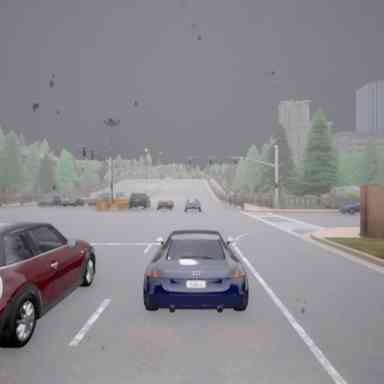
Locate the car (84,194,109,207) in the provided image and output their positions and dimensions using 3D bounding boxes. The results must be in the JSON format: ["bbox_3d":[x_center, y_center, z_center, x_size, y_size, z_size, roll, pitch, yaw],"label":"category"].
[{"bbox_3d":[-14.077,1.478,49.562,1.837,1.490,4.892,0,0,0],"label":"car"}]

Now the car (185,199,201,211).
[{"bbox_3d":[0.110,1.526,39.823,2.033,1.411,5.357,0,0,0],"label":"car"}]

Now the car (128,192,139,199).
[{"bbox_3d":[-14.103,0.781,80.545,1.994,1.385,4.181,0,3,0],"label":"car"}]

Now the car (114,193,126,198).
[{"bbox_3d":[-14.047,1.424,66.024,2.128,1.511,4.902,0,1,0],"label":"car"}]

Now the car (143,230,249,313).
[{"bbox_3d":[0.078,1.560,7.739,1.994,1.385,4.181,0,0,0],"label":"car"}]

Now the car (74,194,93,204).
[{"bbox_3d":[-21.028,1.303,64.562,2.097,1.767,4.553,0,0,0],"label":"car"}]

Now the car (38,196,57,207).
[{"bbox_3d":[-21.073,1.326,49.462,2.097,1.767,4.553,0,0,0],"label":"car"}]

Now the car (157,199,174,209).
[{"bbox_3d":[-3.389,1.578,43.567,1.895,1.301,4.718,0,0,0],"label":"car"}]

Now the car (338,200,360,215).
[{"bbox_3d":[17.097,1.508,33.157,4.674,1.442,1.812,0,0,0],"label":"car"}]

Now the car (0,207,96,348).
[{"bbox_3d":[-3.431,1.349,6.443,2.097,1.767,4.553,0,0,0],"label":"car"}]

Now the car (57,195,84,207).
[{"bbox_3d":[-17.576,1.521,49.330,2.033,1.411,5.357,0,0,0],"label":"car"}]

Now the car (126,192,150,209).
[{"bbox_3d":[-6.888,1.198,44.195,2.150,2.045,5.566,0,0,0],"label":"car"}]
